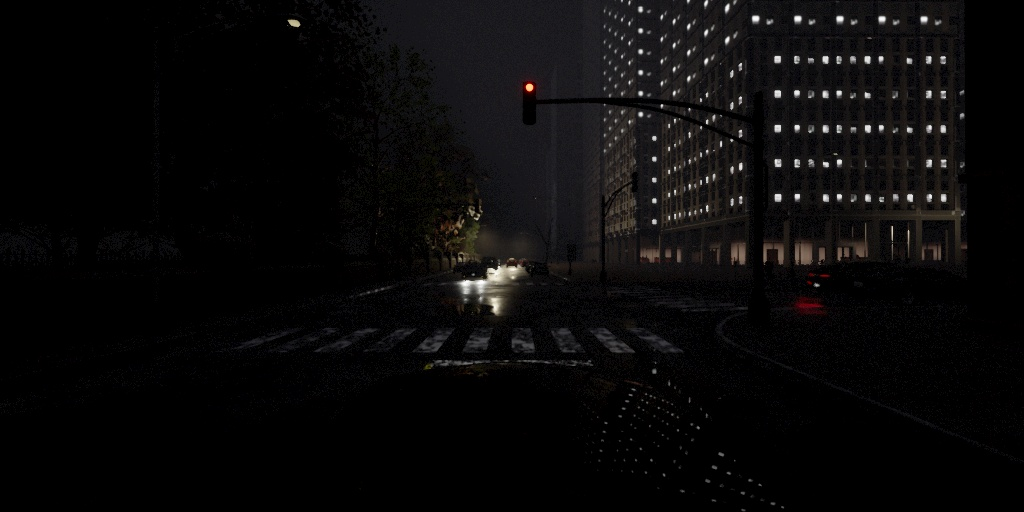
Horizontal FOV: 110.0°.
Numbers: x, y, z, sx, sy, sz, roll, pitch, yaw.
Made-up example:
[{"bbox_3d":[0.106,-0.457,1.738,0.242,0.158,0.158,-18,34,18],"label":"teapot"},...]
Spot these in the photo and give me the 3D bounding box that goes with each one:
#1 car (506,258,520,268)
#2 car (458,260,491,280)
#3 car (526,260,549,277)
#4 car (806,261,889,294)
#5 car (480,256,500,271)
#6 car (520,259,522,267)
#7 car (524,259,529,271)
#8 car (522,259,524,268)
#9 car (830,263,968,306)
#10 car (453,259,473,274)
[{"bbox_3d":[-0.021,1.267,62.083,1.882,1.535,5.008,0,0,0],"label":"car"},{"bbox_3d":[-3.110,1.325,30.628,1.994,1.385,4.181,0,0,0],"label":"car"},{"bbox_3d":[2.677,1.330,35.631,1.948,1.339,4.313,0,0,0],"label":"car"},{"bbox_3d":[15.726,0.959,15.671,4.892,1.490,1.837,-1,0,0],"label":"car"},{"bbox_3d":[-3.129,0.997,49.154,2.150,2.045,5.566,0,0,0],"label":"car"},{"bbox_3d":[2.669,1.337,63.794,1.888,1.381,4.507,0,0,0],"label":"car"},{"bbox_3d":[2.676,1.334,41.264,1.948,1.339,4.313,0,0,0],"label":"car"},{"bbox_3d":[2.674,1.339,46.896,1.948,1.339,4.313,0,0,0],"label":"car"},{"bbox_3d":[14.681,1.026,13.052,4.313,1.339,1.948,0,0,0],"label":"car"},{"bbox_3d":[-5.705,1.350,41.261,1.802,1.307,4.207,0,0,0],"label":"car"}]
